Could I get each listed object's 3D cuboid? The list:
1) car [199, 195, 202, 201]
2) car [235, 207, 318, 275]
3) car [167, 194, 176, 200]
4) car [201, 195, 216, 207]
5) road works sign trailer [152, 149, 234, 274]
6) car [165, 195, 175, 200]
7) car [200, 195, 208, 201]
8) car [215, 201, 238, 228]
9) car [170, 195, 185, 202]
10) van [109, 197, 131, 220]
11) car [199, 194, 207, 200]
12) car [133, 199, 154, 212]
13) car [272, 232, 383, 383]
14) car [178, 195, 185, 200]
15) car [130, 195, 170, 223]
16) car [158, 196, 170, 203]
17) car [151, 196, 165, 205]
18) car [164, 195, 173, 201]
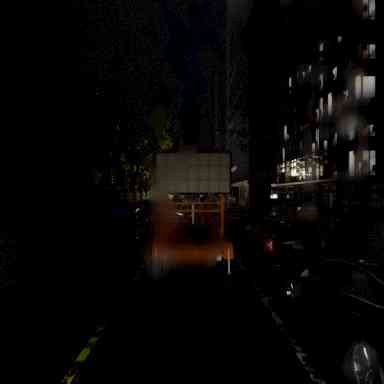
[{"bbox_3d":[2.795,1.446,67.281,1.887,1.381,4.507,0,0,0],"label":"car"},{"bbox_3d":[2.709,1.438,10.464,1.967,1.590,4.097,0,0,0],"label":"car"},{"bbox_3d":[-5.552,1.379,90.046,2.008,1.369,4.403,0,0,0],"label":"car"},{"bbox_3d":[2.769,1.526,50.237,1.802,1.307,4.206,0,0,0],"label":"car"},{"bbox_3d":[0.031,0.462,10.526,2.380,3.560,2.880,0,0,1],"label":"road works sign trailer"},{"bbox_3d":[-5.560,1.398,84.363,2.008,1.369,4.403,0,0,0],"label":"car"},{"bbox_3d":[2.812,1.432,78.643,1.947,1.339,4.313,0,0,0],"label":"car"},{"bbox_3d":[2.726,1.515,22.000,1.752,1.417,4.829,0,0,0],"label":"car"},{"bbox_3d":[-2.933,1.430,65.900,1.812,1.442,4.674,0,0,1],"label":"car"},{"bbox_3d":[-5.645,1.324,27.534,1.690,1.788,3.998,0,0,0],"label":"van"},{"bbox_3d":[2.829,1.379,90.007,2.008,1.369,4.403,0,0,0],"label":"car"},{"bbox_3d":[-5.629,1.547,38.900,1.802,1.307,4.206,0,0,0],"label":"car"},{"bbox_3d":[2.700,1.566,4.783,1.947,1.339,4.313,0,0,0],"label":"car"},{"bbox_3d":[-2.867,1.428,90.161,1.895,1.301,4.718,0,0,0],"label":"car"},{"bbox_3d":[-3.063,1.338,25.409,2.097,1.767,4.553,0,0,0],"label":"car"},{"bbox_3d":[-5.586,1.452,67.315,2.008,1.369,4.403,0,0,0],"label":"car"},{"bbox_3d":[-5.603,1.475,55.948,1.887,1.381,4.507,0,0,0],"label":"car"},{"bbox_3d":[-5.569,1.392,78.509,1.752,1.417,4.829,0,0,0],"label":"car"}]
